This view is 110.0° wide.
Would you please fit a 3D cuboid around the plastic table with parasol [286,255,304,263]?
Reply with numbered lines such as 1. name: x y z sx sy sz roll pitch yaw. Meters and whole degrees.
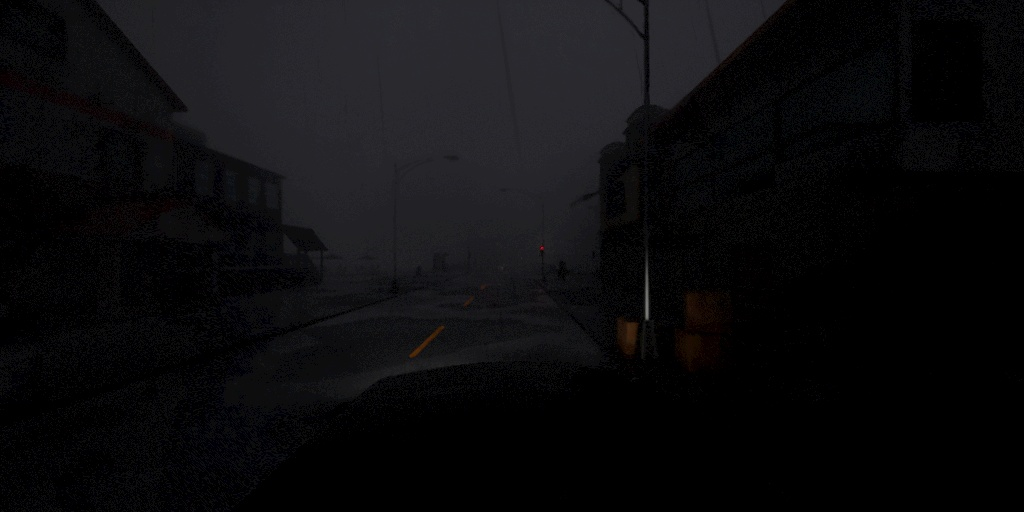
1. plastic table with parasol: -26.879 1.057 42.681 2.482 2.480 2.482 0 0 0

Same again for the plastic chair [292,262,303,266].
1. plastic chair: -25.679 1.661 42.630 0.730 1.272 0.750 0 0 0

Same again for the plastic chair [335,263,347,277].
1. plastic chair: -18.681 1.632 39.526 0.730 1.272 0.750 0 0 0

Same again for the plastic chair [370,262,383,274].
1. plastic chair: -17.876 1.704 47.325 0.730 1.272 0.750 0 0 0

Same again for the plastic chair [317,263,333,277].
1. plastic chair: -19.982 1.621 38.327 0.750 1.272 0.730 0 0 0

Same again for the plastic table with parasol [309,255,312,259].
1. plastic table with parasol: -27.775 1.115 48.881 2.482 2.480 2.482 0 0 0

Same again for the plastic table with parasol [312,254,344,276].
1. plastic table with parasol: -19.901 1.029 39.647 2.482 2.480 2.482 0 0 0

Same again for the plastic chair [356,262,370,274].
1. plastic chair: -19.176 1.693 46.126 0.750 1.272 0.730 0 0 0

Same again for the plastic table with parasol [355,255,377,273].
1. plastic table with parasol: -19.146 1.102 47.466 2.482 2.480 2.482 0 0 0
